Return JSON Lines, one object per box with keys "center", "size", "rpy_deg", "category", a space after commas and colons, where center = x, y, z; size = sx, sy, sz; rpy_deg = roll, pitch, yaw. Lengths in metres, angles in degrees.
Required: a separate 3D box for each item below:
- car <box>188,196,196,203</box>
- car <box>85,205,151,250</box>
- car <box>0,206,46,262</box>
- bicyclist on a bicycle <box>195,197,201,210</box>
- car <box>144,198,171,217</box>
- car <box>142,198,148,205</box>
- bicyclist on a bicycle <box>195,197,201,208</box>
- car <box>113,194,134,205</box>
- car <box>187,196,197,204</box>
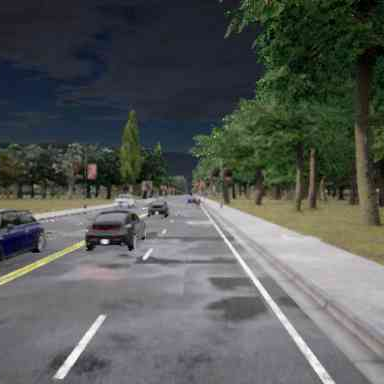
{"center": [0.009, 1.752, 80.340], "size": [1.812, 1.442, 4.674], "rpy_deg": [0, 0, 0], "category": "car"}
{"center": [-3.149, 1.548, 14.440], "size": [1.837, 1.490, 4.892], "rpy_deg": [0, 0, 0], "category": "car"}
{"center": [-6.598, 1.384, 10.736], "size": [2.097, 1.767, 4.553], "rpy_deg": [0, 0, 0], "category": "car"}
{"center": [0.899, 1.587, 41.734], "size": [0.582, 1.620, 1.656], "rpy_deg": [0, -1, 0], "category": "bicyclist on a bicycle"}
{"center": [-3.146, 1.607, 32.176], "size": [1.837, 1.490, 4.892], "rpy_deg": [0, 0, 0], "category": "car"}
{"center": [-6.559, 1.698, 52.873], "size": [1.812, 1.442, 4.674], "rpy_deg": [0, 0, 0], "category": "car"}
{"center": [0.916, 1.607, 52.233], "size": [0.866, 1.612, 1.509], "rpy_deg": [0, 0, 0], "category": "bicyclist on a bicycle"}
{"center": [-9.823, 1.379, 48.390], "size": [2.150, 2.045, 5.566], "rpy_deg": [0, 0, 0], "category": "car"}
{"center": [0.008, 1.707, 69.586], "size": [1.882, 1.535, 5.008], "rpy_deg": [0, 0, 0], "category": "car"}
